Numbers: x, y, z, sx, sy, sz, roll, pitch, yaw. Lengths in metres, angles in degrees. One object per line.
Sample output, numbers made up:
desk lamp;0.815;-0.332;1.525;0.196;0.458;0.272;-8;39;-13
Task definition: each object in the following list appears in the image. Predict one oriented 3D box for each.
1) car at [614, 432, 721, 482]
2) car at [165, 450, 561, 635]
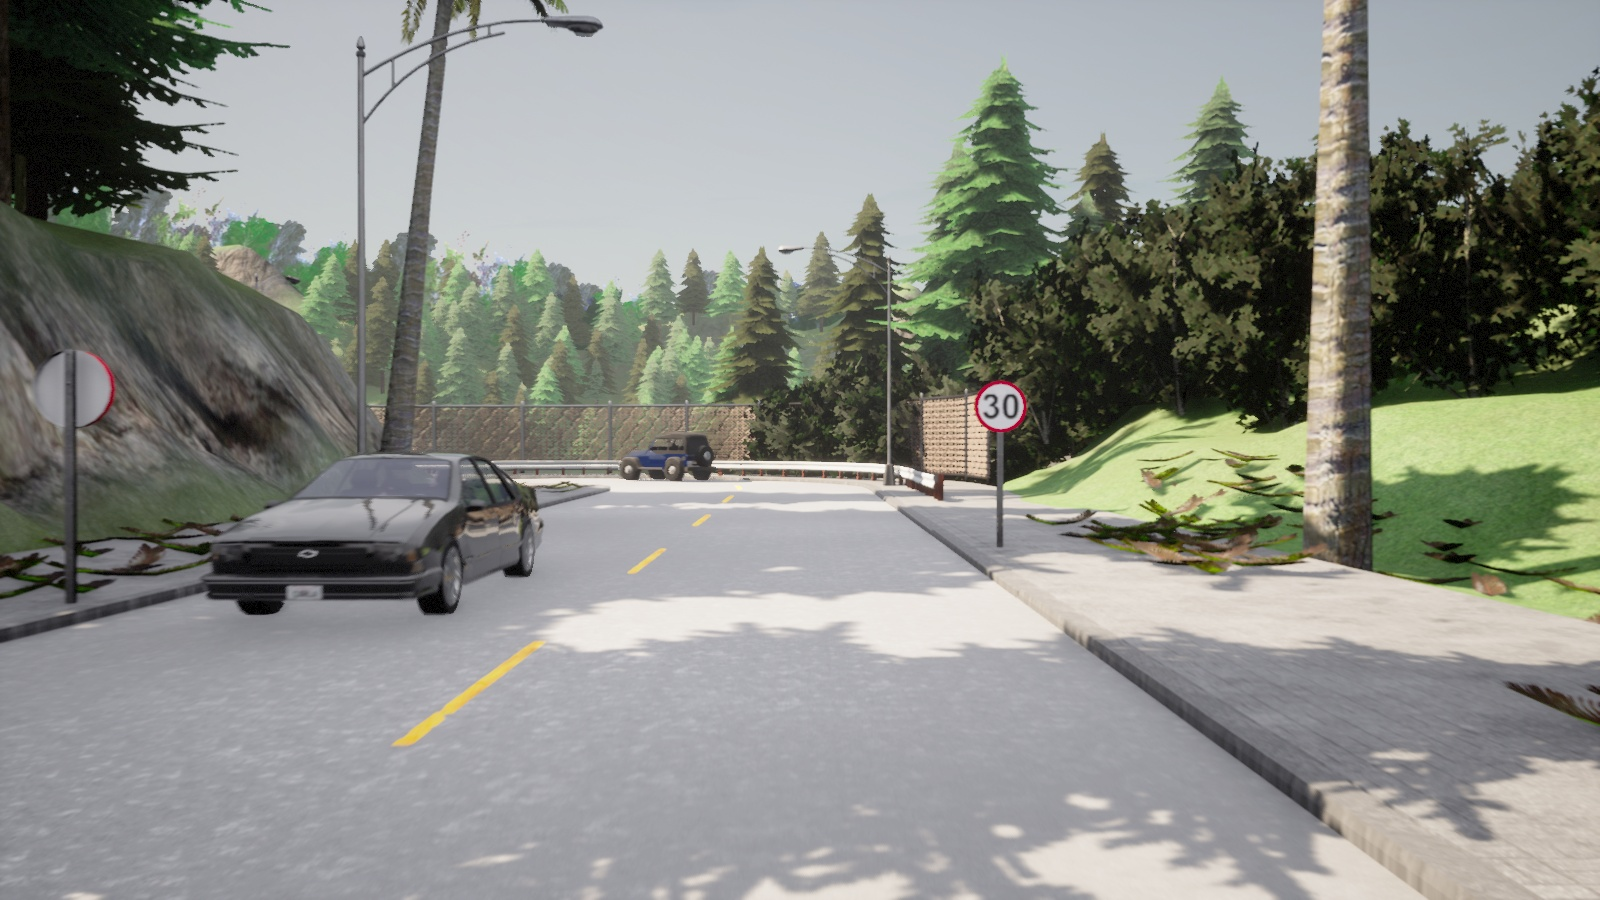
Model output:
car;-5.214;0.262;49.224;3.866;1.878;1.905;0;0;36
car;-3.916;0.721;12.459;2.033;1.411;5.357;0;0;0
